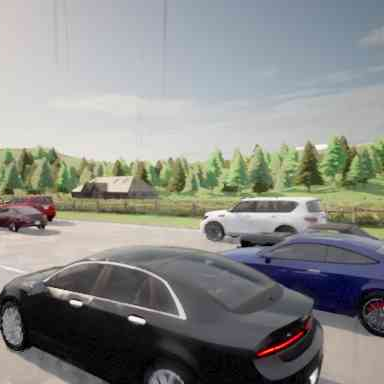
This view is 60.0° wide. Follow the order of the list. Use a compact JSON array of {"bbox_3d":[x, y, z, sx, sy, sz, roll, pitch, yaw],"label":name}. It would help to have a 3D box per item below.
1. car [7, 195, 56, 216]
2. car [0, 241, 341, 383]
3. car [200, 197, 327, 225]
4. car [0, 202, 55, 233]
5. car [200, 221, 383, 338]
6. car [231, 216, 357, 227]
[{"bbox_3d":[-12.981,1.287,26.163,5.566,2.045,2.150,0,0,36],"label":"car"},{"bbox_3d":[-0.813,1.513,4.575,4.892,1.490,1.837,0,0,36],"label":"car"},{"bbox_3d":[3.034,1.237,14.730,5.566,2.045,2.150,0,0,36],"label":"car"},{"bbox_3d":[-10.619,1.577,20.159,4.674,1.442,1.812,0,0,35],"label":"car"},{"bbox_3d":[2.386,1.530,6.591,4.674,1.442,1.812,0,0,36],"label":"car"},{"bbox_3d":[3.757,1.607,9.912,4.718,1.301,1.895,0,0,36],"label":"car"}]
